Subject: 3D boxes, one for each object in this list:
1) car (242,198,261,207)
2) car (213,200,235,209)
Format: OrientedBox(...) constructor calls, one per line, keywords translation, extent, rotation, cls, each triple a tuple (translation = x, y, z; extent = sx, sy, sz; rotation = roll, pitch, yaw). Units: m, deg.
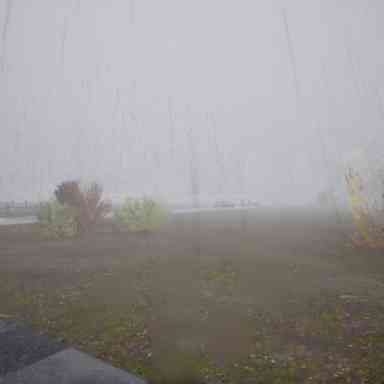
OrientedBox(translation=(11.312, 1.986, 63.303), extent=(2.097, 1.767, 4.553), rotation=(-1, -1, 36), cls="car")
OrientedBox(translation=(5.327, 2.011, 54.885), extent=(2.128, 1.511, 4.902), rotation=(-1, -1, 36), cls="car")
